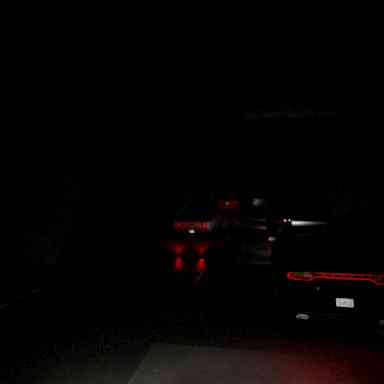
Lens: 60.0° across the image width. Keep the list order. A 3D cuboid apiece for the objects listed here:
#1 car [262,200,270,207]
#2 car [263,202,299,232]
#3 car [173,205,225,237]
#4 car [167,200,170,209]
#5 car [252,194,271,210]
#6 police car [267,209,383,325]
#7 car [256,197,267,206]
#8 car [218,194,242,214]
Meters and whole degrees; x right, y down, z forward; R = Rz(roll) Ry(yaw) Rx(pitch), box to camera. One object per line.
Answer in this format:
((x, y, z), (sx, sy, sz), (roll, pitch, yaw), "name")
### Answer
((5.996, 1.526, 22.987), (1.812, 1.442, 4.674), (0, 0, 12), "car")
((4.779, 1.505, 17.111), (1.837, 1.490, 4.892), (0, 0, 12), "car")
((0.458, 1.600, 18.172), (1.895, 1.301, 4.718), (0, 0, 12), "car")
((-2.721, 1.600, 38.352), (1.895, 1.301, 4.718), (0, 0, 12), "car")
((9.027, 1.221, 43.227), (2.150, 2.045, 5.566), (0, 0, 13), "car")
((2.774, 1.425, 7.427), (1.930, 1.638, 5.238), (0, 0, 12), "police car")
((11.804, 1.525, 56.768), (1.812, 1.442, 4.674), (0, 0, 12), "car")
((4.052, 1.220, 35.547), (2.150, 2.045, 5.566), (0, 0, 12), "car")
